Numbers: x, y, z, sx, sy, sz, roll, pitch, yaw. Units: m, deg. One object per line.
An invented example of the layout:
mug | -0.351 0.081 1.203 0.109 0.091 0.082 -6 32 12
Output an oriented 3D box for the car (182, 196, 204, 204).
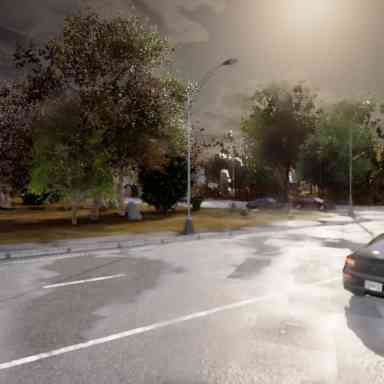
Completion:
car | 0.101 1.364 57.147 2.128 1.511 4.902 0 0 -37

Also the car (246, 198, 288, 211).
car | 8.910 1.433 39.922 2.033 1.411 5.357 0 0 -38

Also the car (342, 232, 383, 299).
car | 5.138 1.509 7.265 4.674 1.442 1.812 0 0 -35

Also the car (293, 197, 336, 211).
car | 14.188 1.346 38.799 1.882 1.535 5.008 0 1 -38
